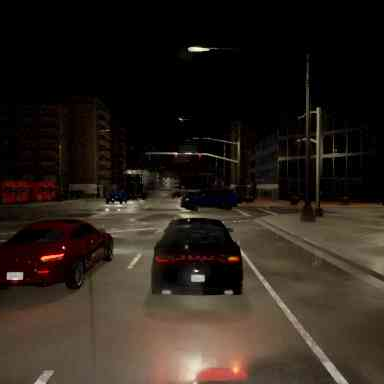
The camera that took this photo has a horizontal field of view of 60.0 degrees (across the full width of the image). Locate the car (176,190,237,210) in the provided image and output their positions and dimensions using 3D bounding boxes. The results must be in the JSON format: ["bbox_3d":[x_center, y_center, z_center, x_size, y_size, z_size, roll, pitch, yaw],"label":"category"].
[{"bbox_3d":[1.613,0.790,32.052,5.566,2.045,2.150,0,0,-14],"label":"car"}]

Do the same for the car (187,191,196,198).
[{"bbox_3d":[-0.102,0.602,86.905,2.097,1.767,4.553,0,0,0],"label":"car"}]

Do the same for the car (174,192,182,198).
[{"bbox_3d":[-3.600,0.681,85.683,1.837,1.490,4.892,0,0,0],"label":"car"}]

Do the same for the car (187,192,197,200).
[{"bbox_3d":[0.019,0.782,68.047,1.882,1.535,5.008,0,0,0],"label":"car"}]

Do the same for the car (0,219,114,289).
[{"bbox_3d":[-3.412,1.433,8.744,1.812,1.442,4.674,0,1,0],"label":"car"}]

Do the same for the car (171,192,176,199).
[{"bbox_3d":[-3.588,0.804,75.681,1.812,1.442,4.674,0,0,0],"label":"car"}]

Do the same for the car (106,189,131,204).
[{"bbox_3d":[-10.625,0.617,47.258,2.150,2.045,5.566,0,0,0],"label":"car"}]

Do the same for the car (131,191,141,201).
[{"bbox_3d":[-10.616,0.941,57.333,1.895,1.301,4.718,0,0,0],"label":"car"}]

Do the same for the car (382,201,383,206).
[{"bbox_3d":[21.600,1.126,32.950,4.718,1.301,1.895,0,1,1],"label":"car"}]

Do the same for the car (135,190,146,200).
[{"bbox_3d":[-10.588,0.530,67.543,2.150,2.045,5.566,0,0,0],"label":"car"}]

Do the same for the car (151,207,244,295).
[{"bbox_3d":[0.097,1.390,8.545,1.882,1.535,5.008,0,1,0],"label":"car"}]
